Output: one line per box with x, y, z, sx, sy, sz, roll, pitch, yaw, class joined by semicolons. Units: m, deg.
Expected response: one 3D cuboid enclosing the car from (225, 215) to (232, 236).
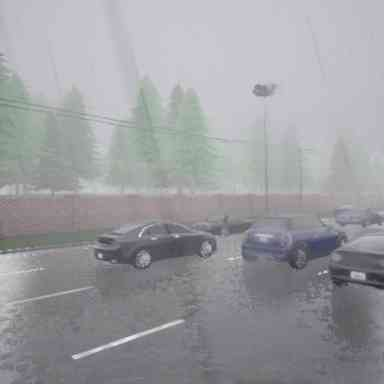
2.210;2.009;20.096;4.718;1.301;1.895;0;-2;-42;car

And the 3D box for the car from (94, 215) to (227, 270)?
-1.147;1.803;12.303;4.892;1.490;1.837;0;-2;-42;car

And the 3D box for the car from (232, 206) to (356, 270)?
3.878;1.557;12.156;4.553;1.767;2.097;0;-2;-42;car

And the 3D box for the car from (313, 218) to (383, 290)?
5.251;1.631;8.685;4.674;1.442;1.812;0;-2;-43;car

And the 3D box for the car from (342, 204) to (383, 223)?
12.704;1.873;24.937;5.357;1.411;2.033;0;-2;-42;car
